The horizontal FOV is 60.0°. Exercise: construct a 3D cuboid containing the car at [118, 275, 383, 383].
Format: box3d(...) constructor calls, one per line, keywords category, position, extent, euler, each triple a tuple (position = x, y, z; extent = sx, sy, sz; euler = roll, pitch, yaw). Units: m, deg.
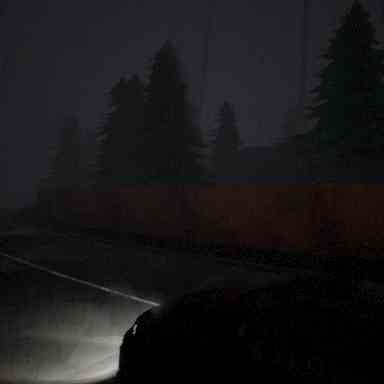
box3d(category="car", position=(1.219, 1.578, 3.287), extent=(4.181, 1.385, 1.994), euler=(0, 0, 36))
